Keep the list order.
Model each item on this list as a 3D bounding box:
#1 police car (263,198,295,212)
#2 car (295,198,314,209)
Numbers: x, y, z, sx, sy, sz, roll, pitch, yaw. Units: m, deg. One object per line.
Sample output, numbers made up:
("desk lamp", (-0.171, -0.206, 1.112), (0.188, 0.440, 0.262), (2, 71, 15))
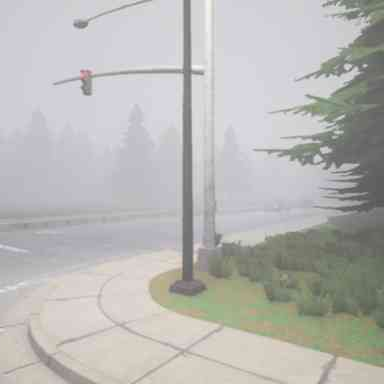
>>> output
("police car", (9.910, 1.542, 38.802), (2.038, 1.542, 4.974), (0, 0, 36))
("car", (15.507, 1.530, 46.423), (2.128, 1.511, 4.902), (0, 0, 37))
